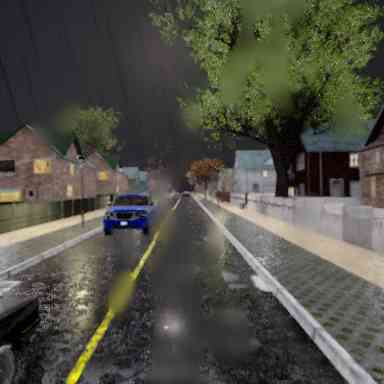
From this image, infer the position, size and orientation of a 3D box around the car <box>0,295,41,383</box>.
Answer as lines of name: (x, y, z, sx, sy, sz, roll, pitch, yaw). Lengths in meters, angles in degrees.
car: (-2.867, 1.604, 2.112, 1.895, 1.301, 4.718, -1, 1, -1)

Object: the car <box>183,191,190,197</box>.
car: (-1.575, 0.536, 92.218, 1.812, 1.442, 4.674, -1, 0, -1)

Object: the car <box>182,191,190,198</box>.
car: (-1.396, 0.646, 81.830, 1.882, 1.535, 5.008, -1, 0, -1)

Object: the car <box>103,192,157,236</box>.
car: (-3.134, 1.053, 17.816, 2.150, 2.045, 5.566, -1, 0, -1)
